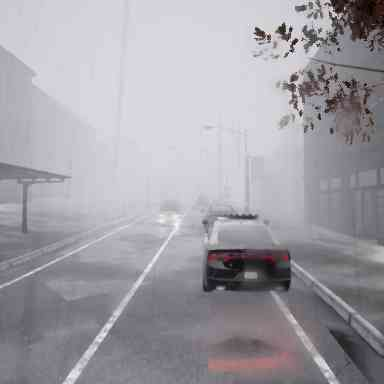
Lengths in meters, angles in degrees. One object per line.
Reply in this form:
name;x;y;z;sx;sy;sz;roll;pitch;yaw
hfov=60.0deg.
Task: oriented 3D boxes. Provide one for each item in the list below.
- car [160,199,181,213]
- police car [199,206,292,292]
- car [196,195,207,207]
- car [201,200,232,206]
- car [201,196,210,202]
car;-2.200;1.444;34.479;1.895;1.301;4.718;0;0;2
police car;1.236;1.412;9.072;1.930;1.638;5.238;0;0;2
car;1.529;1.392;45.867;1.895;1.301;4.718;0;0;2
car;1.586;1.437;18.966;1.837;1.490;4.892;0;0;2
car;1.803;1.348;25.158;1.801;1.575;5.366;0;0;2
